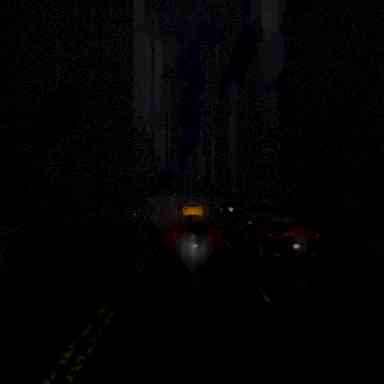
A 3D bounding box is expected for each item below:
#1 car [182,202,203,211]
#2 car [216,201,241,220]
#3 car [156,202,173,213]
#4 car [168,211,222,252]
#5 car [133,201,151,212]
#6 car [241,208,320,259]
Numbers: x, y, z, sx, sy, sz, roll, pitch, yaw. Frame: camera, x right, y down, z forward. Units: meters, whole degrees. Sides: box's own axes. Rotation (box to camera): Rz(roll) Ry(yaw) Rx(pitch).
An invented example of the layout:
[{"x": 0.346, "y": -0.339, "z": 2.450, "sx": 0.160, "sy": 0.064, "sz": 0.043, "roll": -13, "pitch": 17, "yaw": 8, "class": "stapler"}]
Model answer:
[{"x": 0.085, "y": 1.703, "z": 32.153, "sx": 1.882, "sy": 1.535, "sz": 5.008, "roll": 0, "pitch": 0, "yaw": 0, "class": "car"}, {"x": 3.330, "y": 1.568, "z": 30.476, "sx": 2.097, "sy": 1.767, "sz": 4.553, "roll": 0, "pitch": 0, "yaw": 0, "class": "car"}, {"x": -3.335, "y": 1.883, "z": 40.973, "sx": 1.895, "sy": 1.301, "sz": 4.718, "roll": 0, "pitch": 0, "yaw": 0, "class": "car"}, {"x": 0.079, "y": 1.706, "z": 14.299, "sx": 1.895, "sy": 1.301, "sz": 4.718, "roll": 0, "pitch": 0, "yaw": 0, "class": "car"}, {"x": -6.570, "y": 1.849, "z": 44.176, "sx": 2.033, "sy": 1.411, "sz": 5.357, "roll": 0, "pitch": 0, "yaw": 0, "class": "car"}, {"x": 3.322, "y": 1.574, "z": 13.011, "sx": 1.882, "sy": 1.535, "sz": 5.008, "roll": 0, "pitch": 0, "yaw": 0, "class": "car"}]
